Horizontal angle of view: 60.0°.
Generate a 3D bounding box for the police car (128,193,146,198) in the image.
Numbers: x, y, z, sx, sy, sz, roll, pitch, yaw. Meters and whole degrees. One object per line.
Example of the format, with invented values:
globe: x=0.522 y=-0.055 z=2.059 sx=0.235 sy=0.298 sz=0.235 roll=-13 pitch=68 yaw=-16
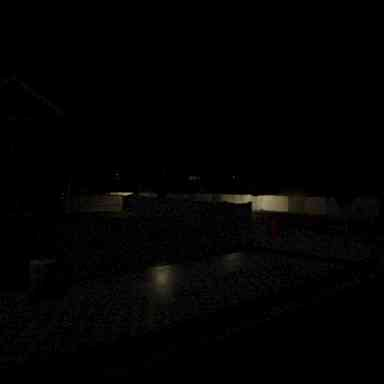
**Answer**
police car: x=-7.677 y=0.923 z=47.386 sx=1.930 sy=1.638 sz=5.238 roll=0 pitch=0 yaw=-43
